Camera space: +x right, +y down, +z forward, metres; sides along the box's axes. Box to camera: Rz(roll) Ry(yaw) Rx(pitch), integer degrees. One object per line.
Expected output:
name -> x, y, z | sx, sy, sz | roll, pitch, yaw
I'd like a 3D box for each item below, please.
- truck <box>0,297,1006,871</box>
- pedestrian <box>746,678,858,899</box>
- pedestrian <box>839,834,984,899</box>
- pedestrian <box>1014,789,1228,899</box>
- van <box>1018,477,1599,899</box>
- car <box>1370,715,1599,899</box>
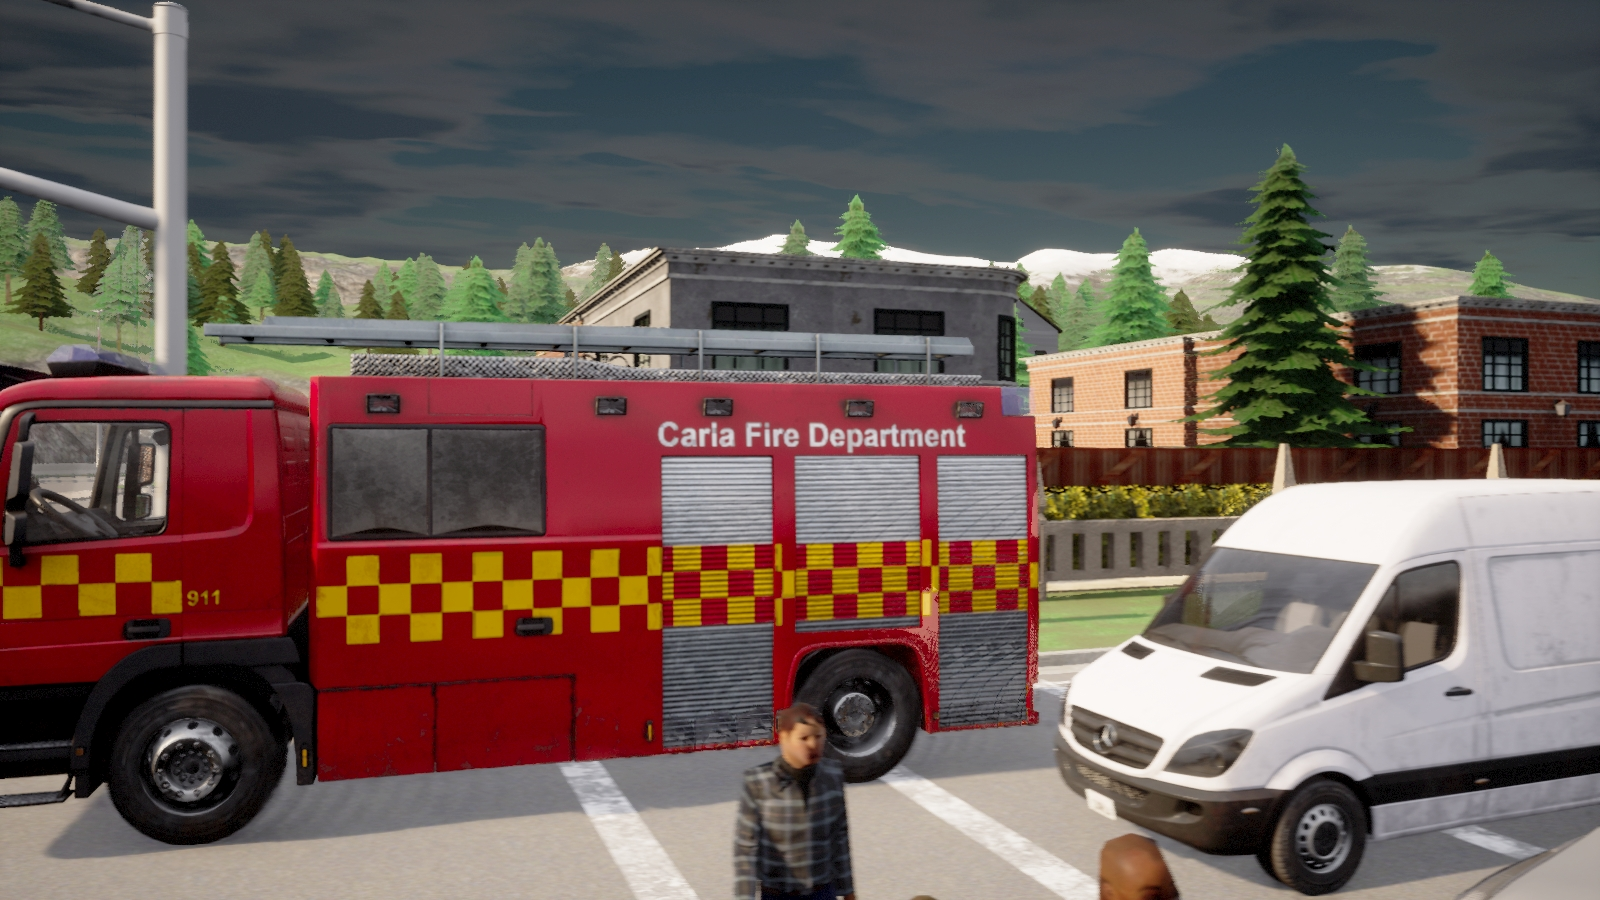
truck -> -2.704, 0.890, 9.956 | 8.468, 3.827, 2.891 | 0, 0, -17
pedestrian -> 0.001, 1.956, 4.906 | 0.375, 1.860, 0.375 | 0, 0, -20
pedestrian -> 0.403, 2.140, 4.178 | 0.375, 1.300, 0.375 | 0, 0, -31
pedestrian -> 0.820, 1.879, 2.940 | 0.375, 1.860, 0.375 | 0, 0, -31
van -> 4.781, 1.534, 8.759 | 5.915, 2.561, 1.988 | 0, 0, -20
car -> 4.882, 2.065, 5.078 | 4.193, 1.474, 1.816 | 0, 0, -20
